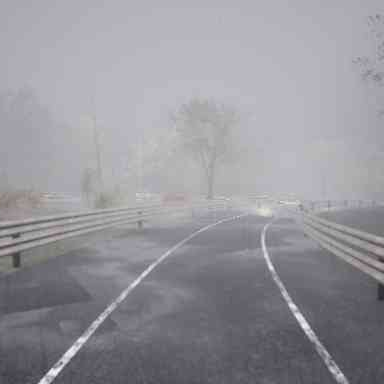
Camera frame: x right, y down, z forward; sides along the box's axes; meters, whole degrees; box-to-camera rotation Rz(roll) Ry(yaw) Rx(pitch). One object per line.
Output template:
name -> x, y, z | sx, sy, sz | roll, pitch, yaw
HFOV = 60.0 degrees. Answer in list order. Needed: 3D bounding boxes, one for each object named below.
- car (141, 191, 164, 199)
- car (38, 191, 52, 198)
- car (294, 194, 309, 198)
car -> -6.352, 0.763, 59.818 | 5.566, 2.045, 2.150 | 1, 1, -31
car -> -23.632, 0.610, 53.584 | 4.892, 1.490, 1.837 | 1, 1, -31
car -> 26.500, 1.546, 79.434 | 5.566, 2.045, 2.150 | 1, 1, -31
